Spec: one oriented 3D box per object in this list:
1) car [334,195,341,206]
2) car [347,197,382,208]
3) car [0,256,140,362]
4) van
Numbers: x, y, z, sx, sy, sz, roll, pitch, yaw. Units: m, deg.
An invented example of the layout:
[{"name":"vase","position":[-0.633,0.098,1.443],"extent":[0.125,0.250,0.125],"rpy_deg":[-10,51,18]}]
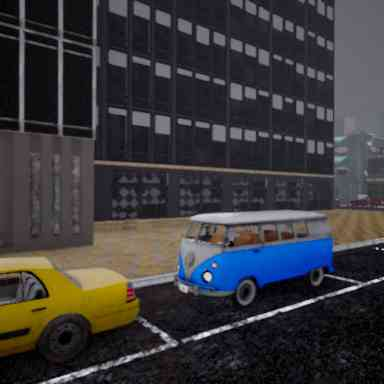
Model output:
[{"name":"car","position":[19.258,1.151,48.160],"extent":[1.967,1.590,4.097],"rpy_deg":[1,0,-36]},{"name":"car","position":[22.541,1.362,43.690],"extent":[1.802,1.307,4.206],"rpy_deg":[1,0,-36]},{"name":"car","position":[-3.100,1.525,4.345],"extent":[4.829,1.417,1.752],"rpy_deg":[0,0,-36]},{"name":"van","position":[1.548,1.344,7.661],"extent":[3.998,1.788,1.690],"rpy_deg":[0,0,-36]}]
